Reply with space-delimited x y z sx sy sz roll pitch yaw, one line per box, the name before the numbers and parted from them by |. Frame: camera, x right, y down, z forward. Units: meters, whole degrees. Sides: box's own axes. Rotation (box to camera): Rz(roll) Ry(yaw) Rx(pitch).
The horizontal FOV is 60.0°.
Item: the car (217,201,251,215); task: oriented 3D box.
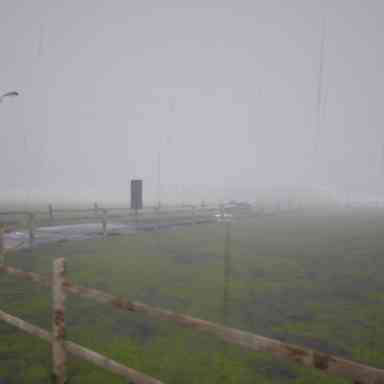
car | 4.894 1.755 37.892 2.033 1.411 5.357 1 0 36
